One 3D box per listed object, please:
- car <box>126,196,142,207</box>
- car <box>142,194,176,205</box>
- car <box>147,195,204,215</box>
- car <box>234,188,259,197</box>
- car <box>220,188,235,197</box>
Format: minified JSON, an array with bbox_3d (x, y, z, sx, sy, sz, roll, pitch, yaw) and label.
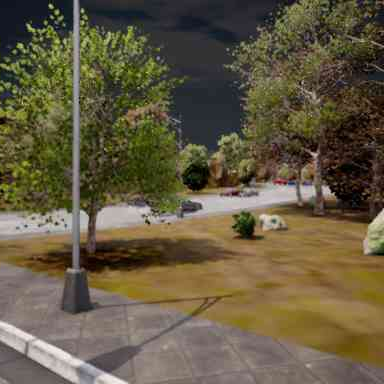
[{"bbox_3d":[-6.096,1.041,40.858,1.994,1.385,4.181,0,2,39],"label":"car"},{"bbox_3d":[-3.045,0.963,39.068,2.128,1.511,4.902,0,2,39],"label":"car"},{"bbox_3d":[-1.205,1.244,30.007,2.033,1.411,5.357,0,2,39],"label":"car"},{"bbox_3d":[9.368,0.082,54.442,1.812,1.442,4.674,0,3,38],"label":"car"},{"bbox_3d":[6.590,0.018,56.573,1.882,1.535,5.008,0,3,38],"label":"car"}]
